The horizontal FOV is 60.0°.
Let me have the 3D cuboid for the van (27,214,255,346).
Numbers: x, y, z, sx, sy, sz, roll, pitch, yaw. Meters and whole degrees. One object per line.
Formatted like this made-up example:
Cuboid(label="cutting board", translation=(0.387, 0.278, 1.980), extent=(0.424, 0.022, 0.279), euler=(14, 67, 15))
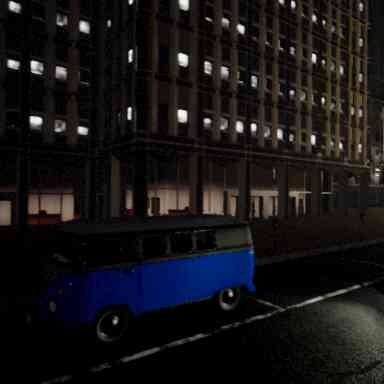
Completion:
Cuboid(label="van", translation=(-0.663, 1.342, 6.066), extent=(3.998, 1.788, 1.690), euler=(0, 1, -35))
